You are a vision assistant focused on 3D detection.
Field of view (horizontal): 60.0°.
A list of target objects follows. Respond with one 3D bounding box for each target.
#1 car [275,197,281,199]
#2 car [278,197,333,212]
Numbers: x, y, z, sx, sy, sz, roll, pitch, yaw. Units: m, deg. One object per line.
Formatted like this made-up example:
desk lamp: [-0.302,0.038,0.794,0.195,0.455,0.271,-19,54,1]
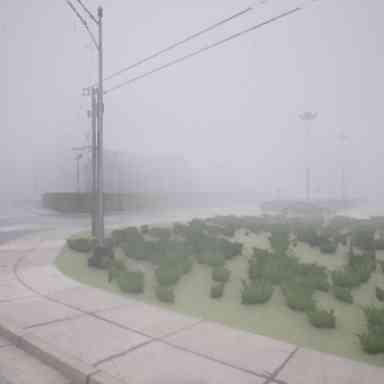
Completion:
car: [15.132,1.579,55.755,2.128,1.511,4.902,0,0,36]
car: [10.882,1.546,31.284,4.892,1.490,1.837,0,1,26]
